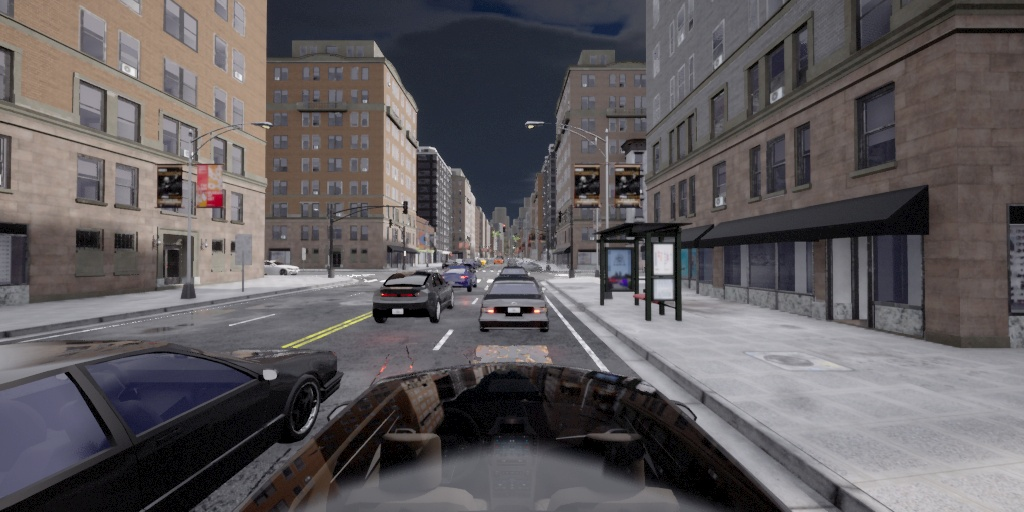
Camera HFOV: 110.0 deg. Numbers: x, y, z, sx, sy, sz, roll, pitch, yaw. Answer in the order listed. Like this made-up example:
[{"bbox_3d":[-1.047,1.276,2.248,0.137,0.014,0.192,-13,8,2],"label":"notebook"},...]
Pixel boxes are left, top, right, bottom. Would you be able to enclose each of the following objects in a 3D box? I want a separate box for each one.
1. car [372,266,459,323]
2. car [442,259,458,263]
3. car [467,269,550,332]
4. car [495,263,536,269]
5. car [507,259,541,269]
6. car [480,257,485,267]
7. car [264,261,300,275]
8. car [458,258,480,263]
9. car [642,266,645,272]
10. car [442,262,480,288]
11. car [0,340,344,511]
[{"bbox_3d":[-3.138,1.258,12.142,1.837,1.490,4.892,0,0,-1],"label":"car"},{"bbox_3d":[-9.804,1.273,56.890,1.837,1.490,4.892,0,0,3],"label":"car"},{"bbox_3d":[0.081,1.300,10.803,2.033,1.411,5.357,0,0,1],"label":"car"},{"bbox_3d":[0.090,1.304,20.860,2.033,1.411,5.357,0,0,0],"label":"car"},{"bbox_3d":[1.495,1.410,43.868,4.181,1.385,1.994,0,-1,0],"label":"car"},{"bbox_3d":[-6.557,1.260,64.339,2.128,1.511,4.902,0,0,0],"label":"car"},{"bbox_3d":[-22.622,1.155,33.836,4.674,1.442,1.812,0,-1,-1],"label":"car"},{"bbox_3d":[-6.590,1.121,55.199,2.097,1.767,4.553,0,0,0],"label":"car"},{"bbox_3d":[18.488,1.401,43.916,4.892,1.490,1.837,0,-1,0],"label":"car"},{"bbox_3d":[-3.152,1.282,21.181,1.812,1.442,4.674,0,0,0],"label":"car"},{"bbox_3d":[-3.149,1.298,2.268,2.033,1.411,5.357,0,0,0],"label":"car"}]
